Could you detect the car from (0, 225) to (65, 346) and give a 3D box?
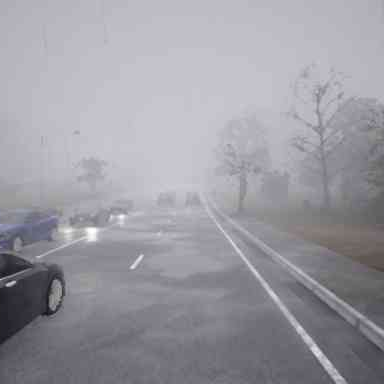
[{"bbox_3d":[-3.398,1.495,4.610,1.837,1.490,4.892,0,0,0],"label":"car"}]

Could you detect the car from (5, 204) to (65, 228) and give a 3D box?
[{"bbox_3d":[-10.590,1.558,22.849,1.895,1.301,4.718,0,0,0],"label":"car"}]

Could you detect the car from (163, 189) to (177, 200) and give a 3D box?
[{"bbox_3d":[-3.474,0.346,53.260,1.882,1.535,5.008,0,3,0],"label":"car"}]

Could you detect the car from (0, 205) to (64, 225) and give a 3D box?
[{"bbox_3d":[-7.094,1.453,13.426,1.882,1.535,5.008,0,0,0],"label":"car"}]

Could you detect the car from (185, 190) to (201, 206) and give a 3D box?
[{"bbox_3d":[0.118,0.925,42.704,2.128,1.511,4.902,0,3,0],"label":"car"}]

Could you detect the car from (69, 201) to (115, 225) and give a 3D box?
[{"bbox_3d":[-7.089,1.482,23.567,1.812,1.442,4.674,0,0,0],"label":"car"}]

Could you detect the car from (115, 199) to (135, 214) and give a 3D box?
[{"bbox_3d":[-7.078,1.380,33.827,2.033,1.411,5.357,0,2,0],"label":"car"}]

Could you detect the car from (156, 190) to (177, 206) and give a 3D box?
[{"bbox_3d":[-3.385,0.758,43.209,2.097,1.767,4.553,0,3,0],"label":"car"}]

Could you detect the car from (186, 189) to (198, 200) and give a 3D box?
[{"bbox_3d":[0.021,0.356,53.069,1.882,1.535,5.008,0,3,0],"label":"car"}]
